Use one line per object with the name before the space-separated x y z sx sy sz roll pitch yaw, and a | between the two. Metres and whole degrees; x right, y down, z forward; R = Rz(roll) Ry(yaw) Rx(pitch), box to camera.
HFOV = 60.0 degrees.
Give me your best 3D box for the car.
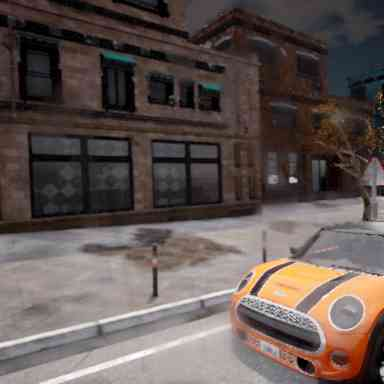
car | 2.783 1.319 5.398 4.553 1.767 2.097 -1 0 -35
